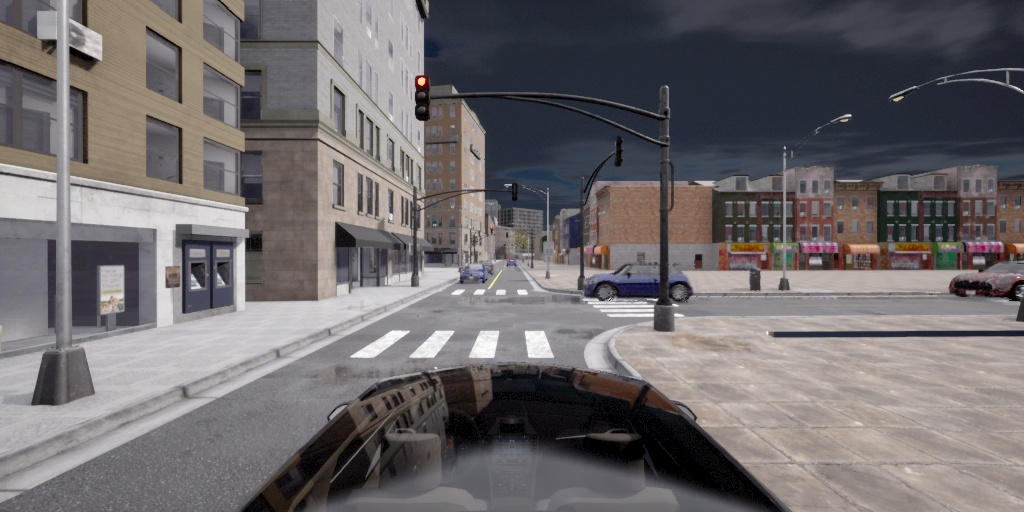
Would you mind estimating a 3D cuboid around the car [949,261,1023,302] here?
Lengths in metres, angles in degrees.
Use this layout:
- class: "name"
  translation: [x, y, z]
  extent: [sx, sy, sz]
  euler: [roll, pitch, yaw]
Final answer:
- class: "car"
  translation: [22.246, 1.012, 15.651]
  extent: [4.553, 1.767, 2.097]
  euler: [0, 0, 0]

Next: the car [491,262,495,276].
- class: "car"
  translation: [-2.883, 1.263, 38.216]
  extent: [1.837, 1.490, 4.892]
  euler: [0, 0, 0]

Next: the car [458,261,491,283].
- class: "car"
  translation: [-2.872, 1.279, 27.775]
  extent: [1.812, 1.442, 4.674]
  euler: [0, 0, 0]

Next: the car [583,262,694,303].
- class: "car"
  translation: [5.497, 1.073, 16.081]
  extent: [4.553, 1.767, 2.097]
  euler: [0, 0, 6]
